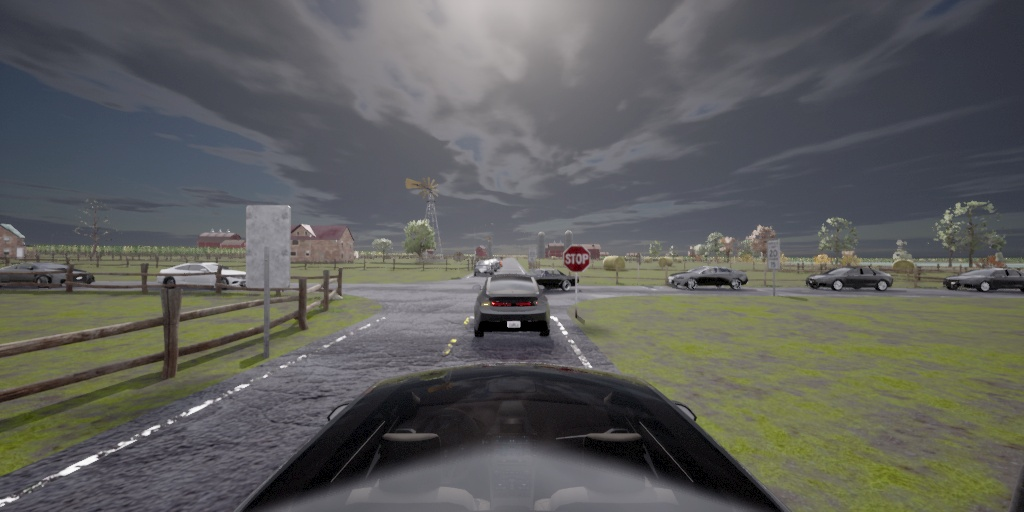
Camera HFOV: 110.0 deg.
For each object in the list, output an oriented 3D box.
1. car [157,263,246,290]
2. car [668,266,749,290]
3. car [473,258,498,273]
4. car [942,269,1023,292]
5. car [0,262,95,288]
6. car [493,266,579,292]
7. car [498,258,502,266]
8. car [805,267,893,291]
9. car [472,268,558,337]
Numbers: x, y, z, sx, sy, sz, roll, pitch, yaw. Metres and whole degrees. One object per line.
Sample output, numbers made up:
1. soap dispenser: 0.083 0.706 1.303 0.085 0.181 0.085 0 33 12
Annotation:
1. car: -17.233 1.100 20.263 4.674 1.442 1.812 1 -1 -1
2. car: 12.810 1.393 23.564 4.902 1.511 2.128 1 -1 -2
3. car: -2.839 1.236 36.985 2.128 1.511 4.902 0 0 0
4. car: 31.715 1.583 23.846 4.892 1.490 1.837 1 -1 -1
5. car: -26.353 1.044 20.146 4.181 1.385 1.994 1 -1 -1
6. car: 1.510 1.366 20.342 4.718 1.301 1.895 1 0 -35
7. car: -2.827 1.233 46.431 2.128 1.511 4.902 0 0 0
8. car: 22.212 1.495 23.730 4.892 1.490 1.837 1 -1 -1
9. car: -0.069 1.255 10.297 1.837 1.490 4.892 0 0 -3
